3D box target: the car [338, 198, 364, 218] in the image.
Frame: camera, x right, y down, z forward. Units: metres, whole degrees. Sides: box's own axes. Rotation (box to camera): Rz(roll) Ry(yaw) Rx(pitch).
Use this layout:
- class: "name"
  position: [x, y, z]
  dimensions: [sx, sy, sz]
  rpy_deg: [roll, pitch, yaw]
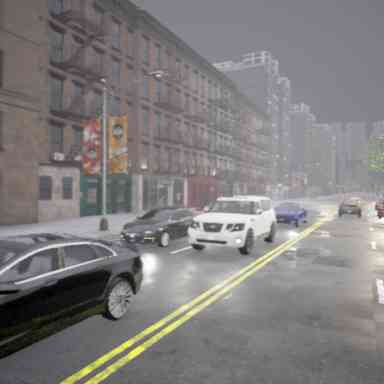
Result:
- class: "car"
  position: [14.895, 1.533, 31.199]
  dimensions: [2.128, 1.511, 4.902]
  rpy_deg: [1, 0, 28]

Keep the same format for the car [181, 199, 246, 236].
- class: "car"
  position: [1.419, 1.368, 19.558]
  dimensions: [2.097, 1.767, 4.553]
  rpy_deg: [1, 0, 28]

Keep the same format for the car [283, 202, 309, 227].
- class: "car"
  position: [6.780, 1.469, 22.981]
  dimensions: [1.882, 1.535, 5.008]
  rpy_deg: [1, 0, 28]

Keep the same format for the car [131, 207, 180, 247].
- class: "car"
  position: [-1.155, 1.446, 14.853]
  dimensions: [1.837, 1.490, 4.892]
  rpy_deg: [1, 0, 28]

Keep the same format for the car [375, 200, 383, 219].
- class: "car"
  position: [17.504, 1.425, 29.237]
  dimensions: [2.097, 1.767, 4.553]
  rpy_deg: [1, 0, 28]

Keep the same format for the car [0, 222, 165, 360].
- class: "car"
  position: [-2.669, 1.448, 4.959]
  dimensions: [2.128, 1.511, 4.902]
  rpy_deg: [1, 0, 28]

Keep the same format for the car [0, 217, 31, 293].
- class: "car"
  position: [-5.783, 1.400, 6.022]
  dimensions: [1.882, 1.535, 5.008]
  rpy_deg: [1, 0, 28]

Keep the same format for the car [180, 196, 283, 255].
- class: "car"
  position: [1.926, 1.195, 13.735]
  dimensions: [2.150, 2.045, 5.566]
  rpy_deg: [1, 0, 28]

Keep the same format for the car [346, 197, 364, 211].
- class: "car"
  position: [21.065, 1.533, 42.970]
  dimensions: [1.882, 1.535, 5.008]
  rpy_deg: [1, 0, 28]

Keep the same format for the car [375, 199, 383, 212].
- class: "car"
  position: [23.708, 1.651, 41.021]
  dimensions: [1.994, 1.385, 4.181]
  rpy_deg: [1, 0, 28]

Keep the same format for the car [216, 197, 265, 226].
- class: "car"
  position: [3.612, 1.310, 23.931]
  dimensions: [2.097, 1.767, 4.553]
  rpy_deg: [1, 0, 28]
